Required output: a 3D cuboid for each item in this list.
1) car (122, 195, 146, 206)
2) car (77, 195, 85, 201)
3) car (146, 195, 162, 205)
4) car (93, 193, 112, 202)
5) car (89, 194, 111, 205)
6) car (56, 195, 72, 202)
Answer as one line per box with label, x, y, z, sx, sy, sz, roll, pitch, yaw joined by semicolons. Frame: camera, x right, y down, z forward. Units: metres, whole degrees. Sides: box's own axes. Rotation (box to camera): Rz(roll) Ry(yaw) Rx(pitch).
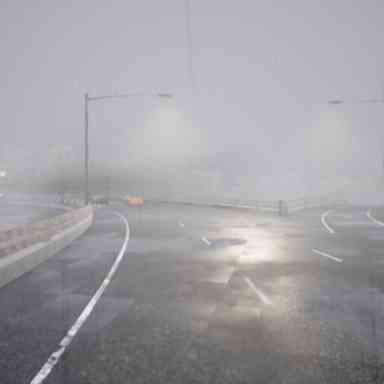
car;-9.105;1.170;50.109;2.097;1.767;4.553;-1;0;-27
car;-23.137;1.351;70.808;1.994;1.385;4.181;-1;0;-41
car;-6.244;1.282;52.252;2.128;1.511;4.902;0;0;-28
car;-19.309;1.128;71.666;2.097;1.767;4.553;-1;0;-41
car;-14.887;1.337;53.314;1.837;1.490;4.892;0;0;-30
car;-26.999;1.324;69.903;1.837;1.490;4.892;-1;0;-44
